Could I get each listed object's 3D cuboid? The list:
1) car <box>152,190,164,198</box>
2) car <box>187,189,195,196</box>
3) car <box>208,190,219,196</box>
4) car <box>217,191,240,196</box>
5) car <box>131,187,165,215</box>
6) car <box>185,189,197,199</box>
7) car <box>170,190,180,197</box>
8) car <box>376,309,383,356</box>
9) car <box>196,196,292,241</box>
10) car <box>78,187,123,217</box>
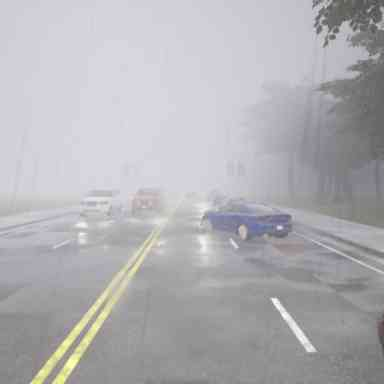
[{"bbox_3d":[-6.690,0.383,65.870,1.994,1.385,4.181,0,1,0],"label":"car"},{"bbox_3d":[-0.215,0.136,76.868,1.882,1.535,5.008,0,1,0],"label":"car"},{"bbox_3d":[3.151,0.762,35.284,2.163,1.488,4.792,0,1,0],"label":"car"},{"bbox_3d":[3.181,0.926,24.440,1.801,1.575,5.366,0,1,0],"label":"car"},{"bbox_3d":[-3.423,0.649,26.586,2.150,2.045,5.566,0,1,0],"label":"car"},{"bbox_3d":[-0.154,0.428,55.410,2.128,1.511,4.902,0,1,0],"label":"car"},{"bbox_3d":[-3.437,0.260,67.253,2.033,1.411,5.357,0,1,0],"label":"car"},{"bbox_3d":[3.243,1.470,2.252,1.812,1.442,4.674,0,1,0],"label":"car"},{"bbox_3d":[2.234,1.149,14.809,1.882,1.535,5.008,0,1,-26],"label":"car"},{"bbox_3d":[-6.669,0.685,24.863,2.150,2.045,5.566,0,1,0],"label":"car"}]
